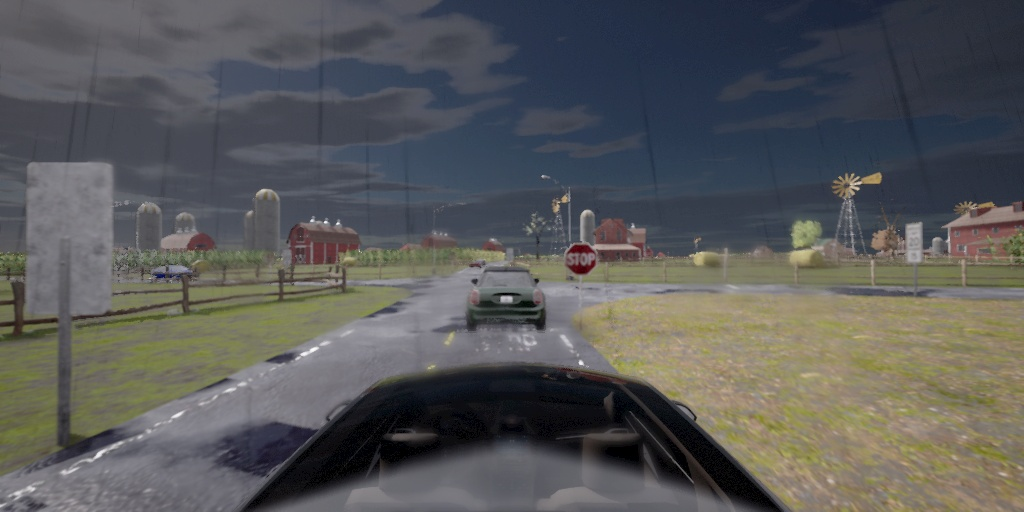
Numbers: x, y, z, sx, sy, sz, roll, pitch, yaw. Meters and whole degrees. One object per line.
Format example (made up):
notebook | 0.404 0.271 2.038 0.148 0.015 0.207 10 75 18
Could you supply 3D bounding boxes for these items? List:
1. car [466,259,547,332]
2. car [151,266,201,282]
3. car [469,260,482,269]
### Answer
car | -0.197 1.094 11.021 2.097 1.767 4.553 0 0 -2
car | -31.976 1.651 34.155 5.008 1.535 1.882 -1 -1 20
car | -5.757 1.345 56.931 1.895 1.301 4.718 0 0 -2
